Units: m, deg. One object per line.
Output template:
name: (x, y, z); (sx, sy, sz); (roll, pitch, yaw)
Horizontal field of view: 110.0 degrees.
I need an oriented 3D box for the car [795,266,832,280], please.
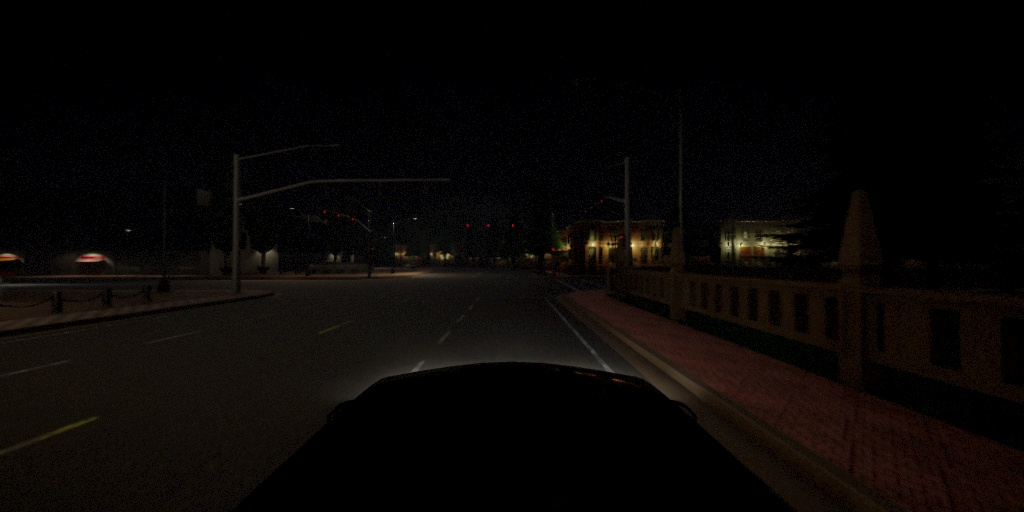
car: (30.471, 1.706, 36.453); (4.892, 1.490, 1.837); (1, -1, 1)
